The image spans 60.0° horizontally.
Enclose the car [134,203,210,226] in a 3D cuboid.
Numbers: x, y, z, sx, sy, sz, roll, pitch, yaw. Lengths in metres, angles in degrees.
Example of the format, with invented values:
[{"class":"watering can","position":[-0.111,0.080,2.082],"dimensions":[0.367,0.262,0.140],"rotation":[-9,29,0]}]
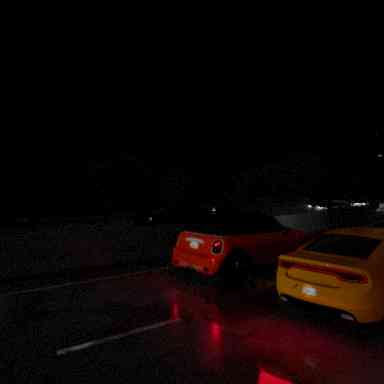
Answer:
[{"class":"car","position":[-1.405,1.552,21.375],"dimensions":[5.008,1.535,1.882],"rotation":[0,0,-44]}]

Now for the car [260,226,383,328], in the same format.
[{"class":"car","position":[3.858,1.492,7.093],"dimensions":[5.008,1.535,1.882],"rotation":[0,0,-39]}]

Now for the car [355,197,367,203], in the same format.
[{"class":"car","position":[38.083,1.864,74.567],"dimensions":[1.895,1.301,4.718],"rotation":[0,0,30]}]

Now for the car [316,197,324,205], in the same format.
[{"class":"car","position":[21.854,1.727,53.849],"dimensions":[1.812,1.442,4.674],"rotation":[0,0,31]}]

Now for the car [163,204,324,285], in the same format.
[{"class":"car","position":[1.702,1.379,9.869],"dimensions":[4.553,1.767,2.097],"rotation":[0,0,-39]}]

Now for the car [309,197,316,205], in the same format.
[{"class":"car","position":[23.795,1.753,64.001],"dimensions":[1.837,1.490,4.892],"rotation":[0,0,30]}]

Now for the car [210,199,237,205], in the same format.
[{"class":"car","position":[2.550,1.471,30.664],"dimensions":[2.097,1.767,4.553],"rotation":[0,0,40]}]

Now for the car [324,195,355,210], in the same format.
[{"class":"car","position":[17.964,1.359,40.372],"dimensions":[2.150,2.045,5.566],"rotation":[0,0,31]}]
